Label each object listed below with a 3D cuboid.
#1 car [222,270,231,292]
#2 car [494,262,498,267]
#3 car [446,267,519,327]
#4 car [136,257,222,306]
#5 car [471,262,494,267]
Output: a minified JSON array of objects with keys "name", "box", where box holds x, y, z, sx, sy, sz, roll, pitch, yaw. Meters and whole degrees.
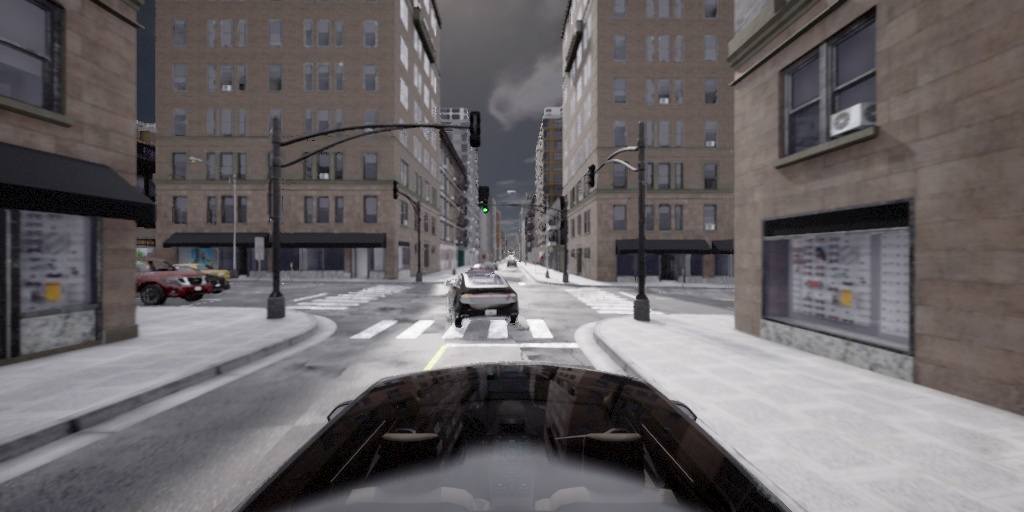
[{"name":"car","box":[-15.886,1.167,16.936,4.181,1.385,1.994,1,0,-1]},{"name":"car","box":[-3.097,1.452,44.755,1.837,1.490,4.892,0,0,0]},{"name":"car","box":[-1.088,1.281,11.833,2.128,1.511,4.902,0,0,-13]},{"name":"car","box":[-14.962,0.935,14.189,5.009,1.841,2.192,0,0,0]},{"name":"car","box":[-3.100,1.462,34.802,1.994,1.385,4.181,0,0,0]}]
